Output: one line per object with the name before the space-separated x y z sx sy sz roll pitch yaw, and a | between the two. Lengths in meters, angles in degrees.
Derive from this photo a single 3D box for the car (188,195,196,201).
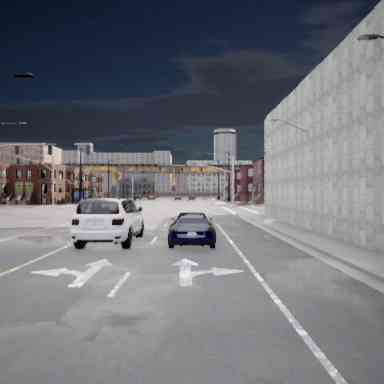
car | 0.000 1.503 84.711 1.812 1.442 4.674 0 0 0

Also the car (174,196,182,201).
car | -3.500 1.578 84.736 1.895 1.301 4.718 0 0 0

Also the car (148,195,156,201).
car | -10.500 1.470 86.365 1.882 1.535 5.008 0 0 0

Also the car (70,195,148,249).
car | -3.500 1.256 14.680 2.150 2.045 5.566 0 0 0

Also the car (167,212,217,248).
car | 0.000 1.570 14.650 1.994 1.385 4.181 0 0 0

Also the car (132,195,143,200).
car | -14.000 1.420 86.151 2.033 1.411 5.357 0 0 0
